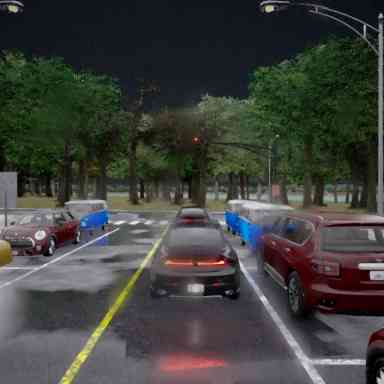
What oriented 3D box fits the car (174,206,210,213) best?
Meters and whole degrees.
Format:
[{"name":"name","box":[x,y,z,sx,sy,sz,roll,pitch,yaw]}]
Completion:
[{"name":"car","box":[0.009,1.506,17.874,1.837,1.490,4.892,0,0,-1]}]

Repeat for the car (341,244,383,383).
[{"name":"car","box":[2.762,1.440,1.859,1.967,1.590,4.097,0,0,0]}]

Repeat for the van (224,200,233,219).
[{"name":"van","box":[2.759,1.342,18.172,1.690,1.788,3.998,0,0,0]}]

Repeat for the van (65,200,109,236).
[{"name":"van","box":[-5.766,1.342,18.171,1.690,1.788,3.998,0,0,0]}]

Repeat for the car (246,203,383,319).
[{"name":"car","box":[2.761,1.315,7.297,2.192,1.841,5.009,0,0,0]}]

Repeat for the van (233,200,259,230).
[{"name":"van","box":[2.760,1.342,12.735,1.690,1.788,3.998,0,0,0]}]

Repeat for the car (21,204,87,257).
[{"name":"car","box":[-5.765,1.440,12.733,1.967,1.590,4.097,0,0,0]}]

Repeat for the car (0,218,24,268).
[{"name":"car","box":[-5.764,1.525,7.126,1.752,1.417,4.829,0,0,0]}]

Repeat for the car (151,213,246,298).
[{"name":"car","box":[0.076,1.505,8.469,1.837,1.490,4.892,0,0,0]}]
